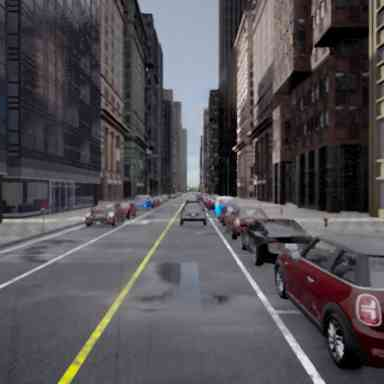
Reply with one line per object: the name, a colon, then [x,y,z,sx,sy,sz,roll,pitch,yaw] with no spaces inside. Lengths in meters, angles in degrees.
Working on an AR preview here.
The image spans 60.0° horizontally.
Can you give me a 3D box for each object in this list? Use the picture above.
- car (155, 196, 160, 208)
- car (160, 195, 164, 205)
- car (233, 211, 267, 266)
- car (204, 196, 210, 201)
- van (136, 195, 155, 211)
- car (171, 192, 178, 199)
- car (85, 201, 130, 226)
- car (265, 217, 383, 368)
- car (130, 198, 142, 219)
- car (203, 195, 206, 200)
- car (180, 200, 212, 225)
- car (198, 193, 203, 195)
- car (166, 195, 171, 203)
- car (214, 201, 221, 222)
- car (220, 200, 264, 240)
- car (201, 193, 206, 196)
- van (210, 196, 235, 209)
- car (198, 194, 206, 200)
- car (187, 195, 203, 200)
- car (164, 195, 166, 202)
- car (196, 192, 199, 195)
car: [-5.791,1.475,44.945,1.887,1.381,4.507,0,0,0]
car: [-5.795,1.466,50.547,1.887,1.381,4.507,0,0,0]
car: [2.754,1.547,11.348,1.947,1.339,4.313,0,0,0]
car: [2.737,1.482,39.356,1.887,1.381,4.507,0,0,0]
van: [-5.789,1.280,39.343,1.690,1.788,3.998,0,0,0]
car: [-5.821,1.400,95.364,1.887,1.381,4.507,0,0,0]
car: [-5.779,1.405,22.536,1.967,1.590,4.097,0,0,0]
car: [2.757,1.430,5.746,1.967,1.590,4.097,0,0,0]
car: [-5.781,1.501,28.138,1.887,1.381,4.507,0,0,0]
car: [2.734,1.473,44.959,1.887,1.381,4.507,0,0,0]
car: [0.087,1.509,23.909,2.033,1.411,5.357,0,0,0]
car: [2.717,1.431,72.967,1.887,1.381,4.507,0,0,0]
car: [-5.805,1.336,67.354,1.967,1.590,4.097,0,0,0]
car: [2.747,1.546,22.551,1.802,1.307,4.206,0,0,0]
car: [2.750,1.413,16.949,1.967,1.590,4.097,0,0,0]
car: [2.730,1.360,50.560,1.967,1.590,4.097,0,0,0]
van: [2.743,1.296,28.152,1.690,1.788,3.998,0,0,0]
car: [2.707,1.302,89.773,1.967,1.590,4.097,0,0,0]
car: [0.075,1.438,42.030,1.837,1.490,4.892,0,0,0]
car: [-5.798,1.438,55.979,1.752,1.417,4.829,0,0,0]
car: [2.710,1.185,84.171,2.192,1.841,5.009,0,0,0]
